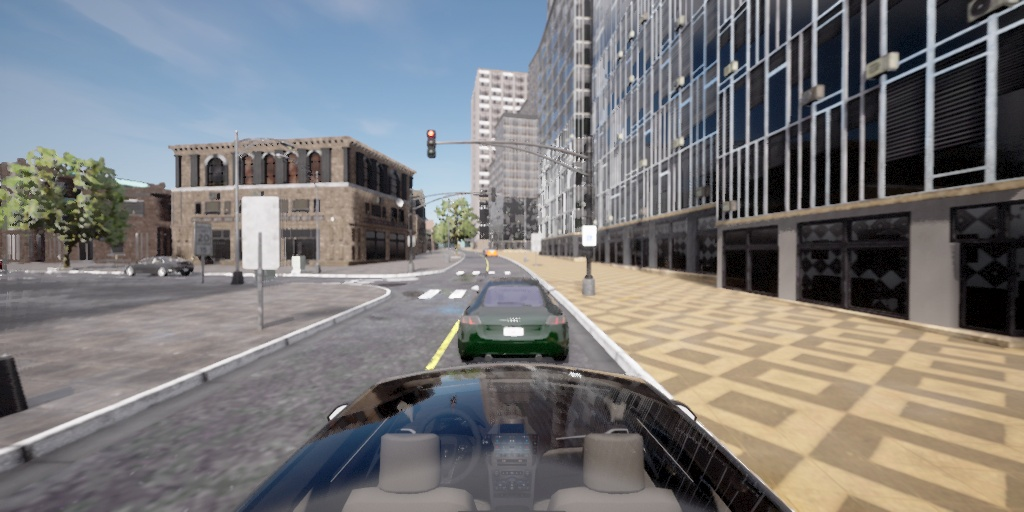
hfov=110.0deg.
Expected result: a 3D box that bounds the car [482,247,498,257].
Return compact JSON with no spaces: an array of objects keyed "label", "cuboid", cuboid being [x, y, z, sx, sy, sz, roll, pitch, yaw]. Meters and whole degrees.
[{"label":"car","cuboid":[-3.725,-0.740,64.681,2.097,1.767,4.553,0,2,-8]}]

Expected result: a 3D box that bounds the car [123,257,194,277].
[{"label":"car","cuboid":[-24.273,0.699,24.685,4.403,1.370,2.007,0,0,9]}]

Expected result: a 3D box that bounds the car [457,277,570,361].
[{"label":"car","cuboid":[0.025,1.137,7.824,1.994,1.385,4.181,0,2,0]}]

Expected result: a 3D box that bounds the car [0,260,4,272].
[{"label":"car","cuboid":[-41.519,0.615,27.394,4.507,1.381,1.888,0,0,9]}]
